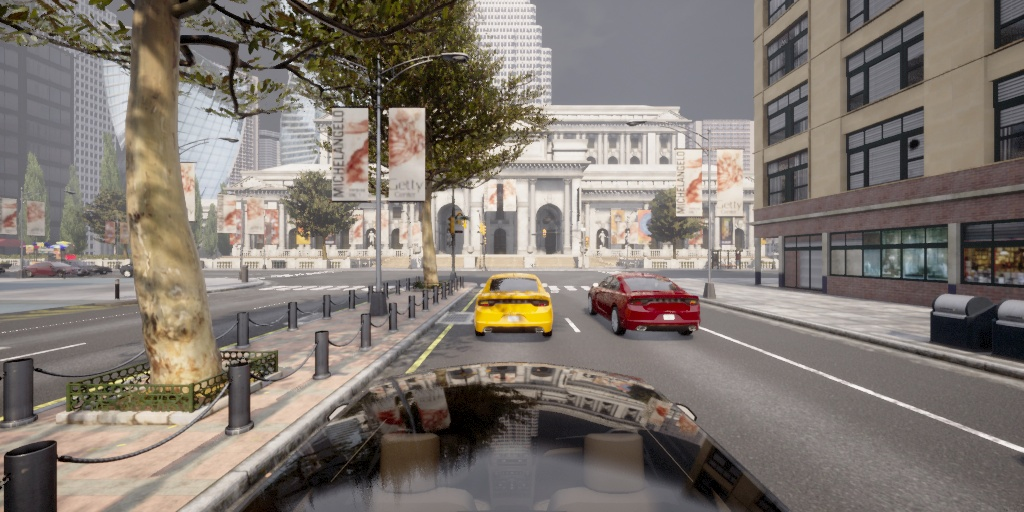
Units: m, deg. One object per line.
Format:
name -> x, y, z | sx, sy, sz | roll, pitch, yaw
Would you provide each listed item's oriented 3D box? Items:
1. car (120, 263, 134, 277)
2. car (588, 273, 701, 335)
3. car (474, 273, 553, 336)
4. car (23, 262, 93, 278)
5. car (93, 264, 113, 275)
car -> -34.180, 1.255, 34.044 | 4.892, 1.490, 1.837 | 0, 0, 0
car -> 3.557, 1.228, 10.560 | 1.882, 1.535, 5.008 | 0, 0, 0
car -> 0.055, 1.228, 10.381 | 1.882, 1.535, 5.008 | 0, 0, 1
car -> -43.379, 1.276, 34.012 | 4.674, 1.442, 1.812 | 0, 0, -1
car -> -45.302, 1.297, 37.505 | 5.357, 1.411, 2.033 | 0, 0, 0
